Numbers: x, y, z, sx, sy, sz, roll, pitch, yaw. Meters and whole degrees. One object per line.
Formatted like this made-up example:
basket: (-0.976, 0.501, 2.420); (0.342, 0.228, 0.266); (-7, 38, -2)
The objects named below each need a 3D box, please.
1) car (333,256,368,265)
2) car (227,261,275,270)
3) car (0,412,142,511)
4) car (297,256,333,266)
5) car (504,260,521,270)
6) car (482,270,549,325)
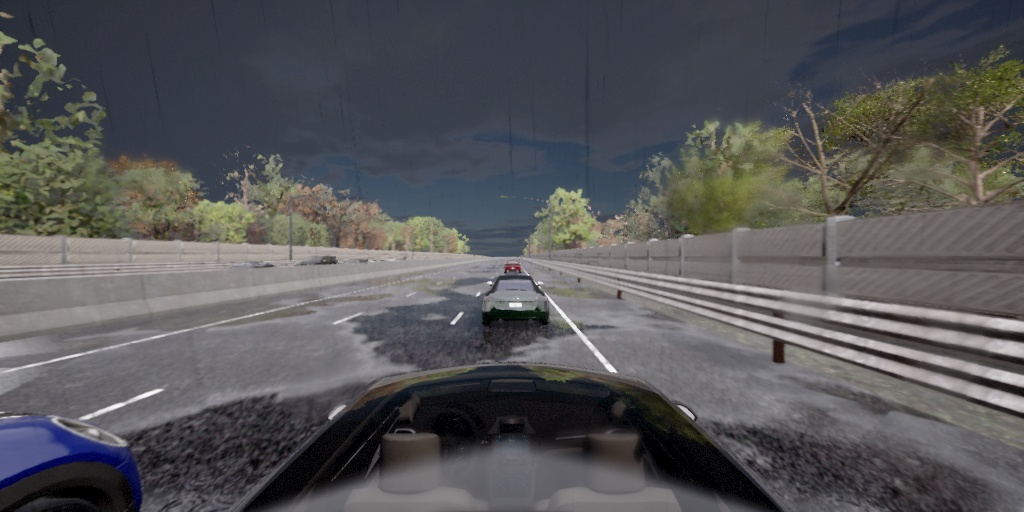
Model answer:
car: (-17.536, 1.107, 39.953); (2.097, 1.767, 4.553); (0, 0, 0)
car: (-24.583, 1.248, 33.861); (2.128, 1.511, 4.902); (0, 0, 0)
car: (-3.402, 1.101, 0.353); (2.097, 1.767, 4.553); (0, 0, 0)
car: (-21.044, 0.980, 38.968); (2.150, 2.045, 5.566); (0, 0, 1)
car: (0.086, 1.235, 43.557); (1.882, 1.535, 5.008); (0, 0, 0)
car: (0.097, 1.316, 11.855); (1.994, 1.385, 4.181); (0, 0, 0)
